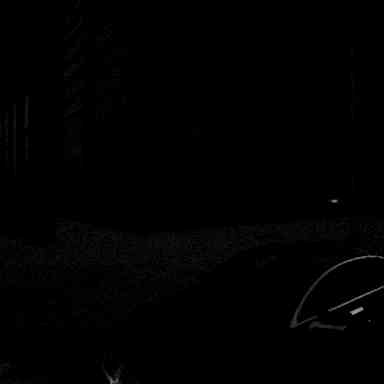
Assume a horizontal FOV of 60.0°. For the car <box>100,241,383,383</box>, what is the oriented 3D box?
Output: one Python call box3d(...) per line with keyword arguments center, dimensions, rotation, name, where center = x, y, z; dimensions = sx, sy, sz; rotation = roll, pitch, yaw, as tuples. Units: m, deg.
box3d(center=(1.303, 1.486, 4.304), dimensions=(4.892, 1.490, 1.837), rotation=(0, 0, -35), name="car")
